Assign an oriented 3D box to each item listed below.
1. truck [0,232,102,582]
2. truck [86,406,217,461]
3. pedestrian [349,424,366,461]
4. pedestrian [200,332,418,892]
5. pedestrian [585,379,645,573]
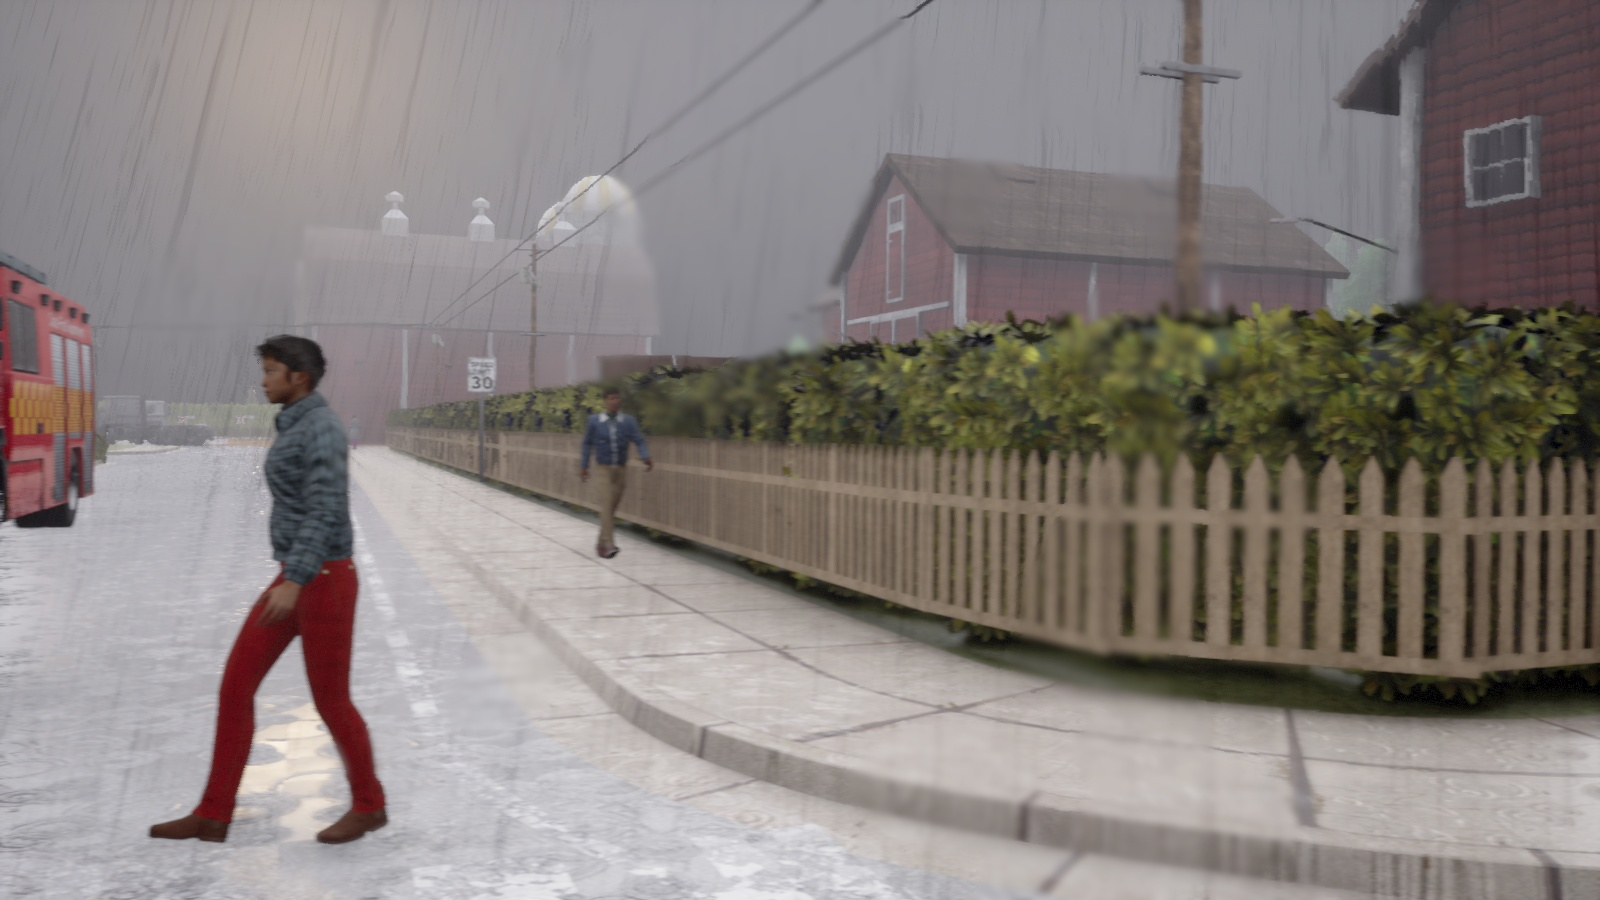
[{"bbox_3d":[-10.981,-0.493,15.514,2.891,3.827,8.468,-1,1,-21],"label":"truck"},{"bbox_3d":[-43.368,-1.090,83.982,7.936,3.462,2.891,-1,1,17],"label":"truck"},{"bbox_3d":[-23.914,-0.397,67.833,0.659,1.952,0.873,-1,1,-34],"label":"pedestrian"},{"bbox_3d":[-1.737,0.528,4.454,0.614,1.847,0.353,-1,1,-38],"label":"pedestrian"},{"bbox_3d":[-1.926,0.256,13.024,0.423,1.949,0.788,-1,1,-21],"label":"pedestrian"}]
